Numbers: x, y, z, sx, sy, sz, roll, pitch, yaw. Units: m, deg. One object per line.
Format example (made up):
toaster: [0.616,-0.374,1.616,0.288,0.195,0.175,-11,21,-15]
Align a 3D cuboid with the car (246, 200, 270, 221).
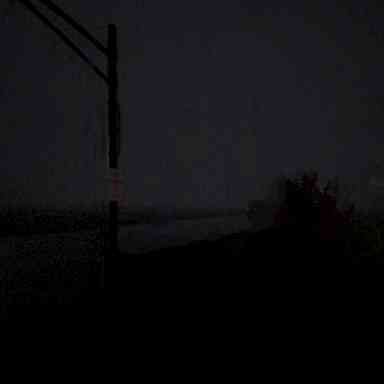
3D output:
car: [7.589,1.908,35.269,2.150,2.045,5.566,-1,-2,31]
